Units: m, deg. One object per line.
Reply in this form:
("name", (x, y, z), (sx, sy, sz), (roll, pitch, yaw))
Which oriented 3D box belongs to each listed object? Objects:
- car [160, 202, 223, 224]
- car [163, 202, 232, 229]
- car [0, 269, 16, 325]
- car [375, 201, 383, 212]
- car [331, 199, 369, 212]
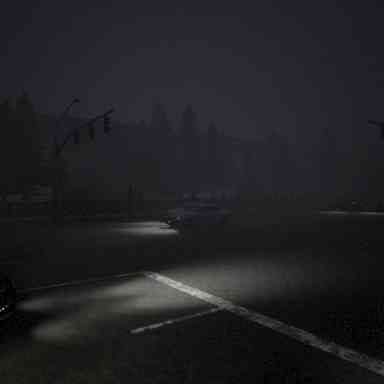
("car", (0.028, 1.526, 25.508), (4.674, 1.442, 1.812), (0, 0, -36))
("car", (0.546, 1.526, 21.579), (4.674, 1.442, 1.812), (0, 0, -36))
("car", (-5.114, 1.492, 4.421), (4.902, 1.511, 2.128), (0, 0, -35))
("car", (22.311, 1.526, 37.105), (4.674, 1.442, 1.812), (0, 0, -36))
("car", (18.406, 1.547, 38.619), (5.357, 1.411, 2.033), (0, 0, -36))
